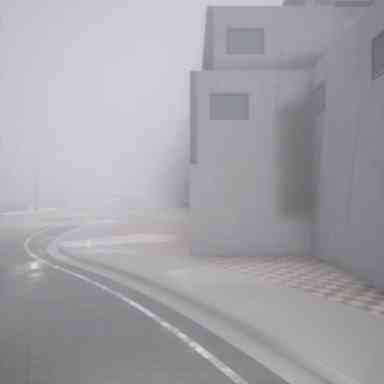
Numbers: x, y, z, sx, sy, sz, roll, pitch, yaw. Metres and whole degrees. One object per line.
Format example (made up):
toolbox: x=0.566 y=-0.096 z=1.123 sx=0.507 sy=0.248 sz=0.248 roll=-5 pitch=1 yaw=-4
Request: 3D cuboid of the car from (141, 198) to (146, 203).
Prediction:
car: x=-12.668 y=2.052 z=82.179 sx=1.994 sy=1.385 sz=4.181 roll=0 pitch=0 yaw=0

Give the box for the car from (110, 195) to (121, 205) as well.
car: x=-16.085 y=1.680 z=71.800 sx=2.150 sy=2.045 sz=5.566 roll=0 pitch=0 yaw=0

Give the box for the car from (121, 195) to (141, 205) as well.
car: x=-12.478 y=1.650 z=68.859 sx=2.150 sy=2.045 sz=5.566 roll=0 pitch=0 yaw=0

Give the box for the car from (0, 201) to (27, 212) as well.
car: x=-23.946 y=1.958 z=44.162 sx=1.895 sy=1.301 sz=4.718 roll=0 pitch=0 yaw=0

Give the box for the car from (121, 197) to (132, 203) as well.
car: x=-16.166 y=1.872 z=81.772 sx=1.812 sy=1.442 sz=4.674 roll=0 pitch=0 yaw=0

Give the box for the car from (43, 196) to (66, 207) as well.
car: x=-24.026 y=1.928 z=59.236 sx=2.128 sy=1.511 sz=4.902 roll=0 pitch=0 yaw=0

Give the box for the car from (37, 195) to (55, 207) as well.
car: x=-27.518 y=1.699 z=63.617 sx=2.150 sy=2.045 sz=5.566 roll=0 pitch=0 yaw=0
